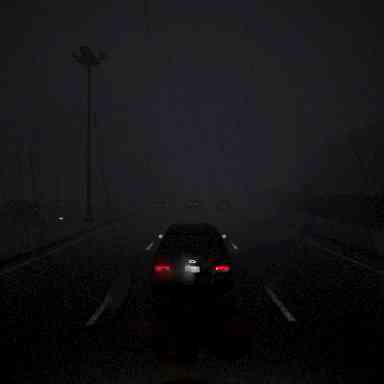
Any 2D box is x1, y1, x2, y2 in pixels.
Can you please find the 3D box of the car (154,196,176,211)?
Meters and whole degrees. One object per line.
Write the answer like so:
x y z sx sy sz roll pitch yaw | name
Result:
-3.384 1.547 39.954 2.033 1.411 5.357 0 0 0 | car

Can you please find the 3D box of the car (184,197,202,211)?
0.116 1.491 39.895 2.128 1.511 4.902 0 0 0 | car

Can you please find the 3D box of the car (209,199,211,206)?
3.692 1.564 50.206 1.994 1.385 4.181 0 0 0 | car

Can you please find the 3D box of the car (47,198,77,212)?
-14.947 1.478 38.533 1.882 1.535 5.008 0 0 1 | car

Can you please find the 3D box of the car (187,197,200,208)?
0.192 1.505 50.230 1.837 1.490 4.892 0 0 0 | car

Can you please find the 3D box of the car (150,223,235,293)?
0.007 1.548 8.959 2.033 1.411 5.357 0 0 0 | car

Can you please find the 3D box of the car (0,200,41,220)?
-15.049 1.491 28.477 2.128 1.511 4.902 0 0 0 | car

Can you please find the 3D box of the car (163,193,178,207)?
-3.308 1.221 50.284 2.150 2.045 5.566 0 0 0 | car

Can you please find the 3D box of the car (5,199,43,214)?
-18.473 1.564 36.818 1.994 1.385 4.181 0 0 1 | car

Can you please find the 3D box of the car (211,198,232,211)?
3.615 1.478 39.789 1.882 1.535 5.008 0 0 0 | car
